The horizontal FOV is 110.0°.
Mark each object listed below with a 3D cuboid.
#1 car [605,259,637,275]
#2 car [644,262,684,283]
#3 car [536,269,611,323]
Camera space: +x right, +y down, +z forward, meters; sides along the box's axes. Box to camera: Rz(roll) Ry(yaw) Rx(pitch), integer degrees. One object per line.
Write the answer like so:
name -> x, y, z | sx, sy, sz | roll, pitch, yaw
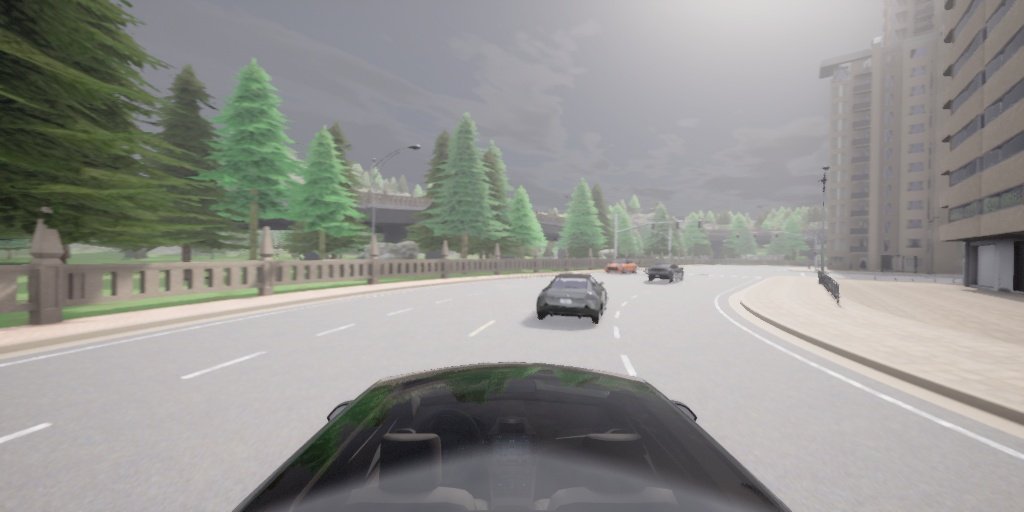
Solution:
car -> 12.102, 1.097, 39.854 | 2.097, 1.767, 4.553 | 1, 1, 40
car -> 12.534, 1.315, 29.051 | 1.837, 1.490, 4.892 | 1, 0, 39
car -> 2.174, 1.293, 12.365 | 1.994, 1.385, 4.181 | 1, 0, 18
